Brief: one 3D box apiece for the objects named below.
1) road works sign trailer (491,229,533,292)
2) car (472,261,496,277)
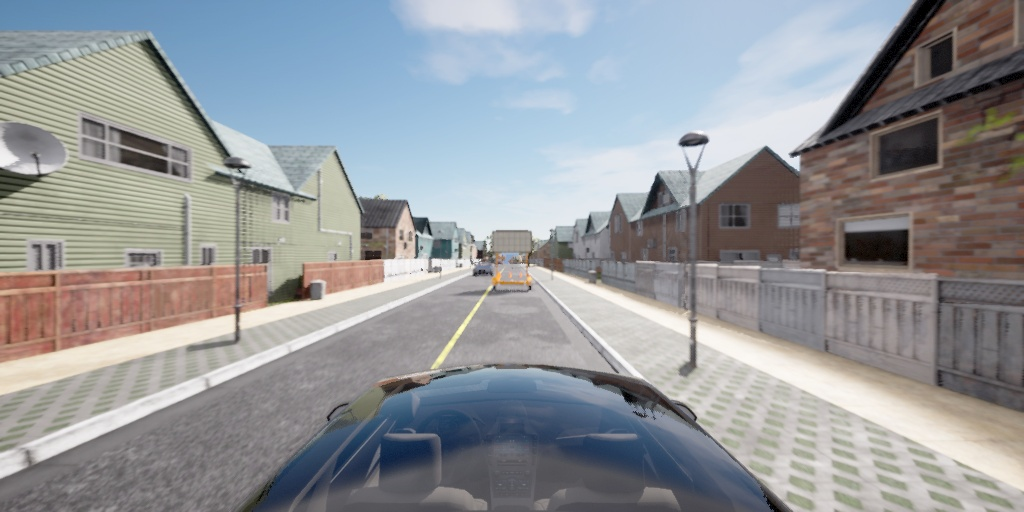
[{"bbox_3d":[0.003,0.212,21.229,2.380,3.560,2.880,0,0,0],"label":"road works sign trailer"},{"bbox_3d":[-2.843,1.337,36.138,1.994,1.385,4.181,0,0,0],"label":"car"}]
